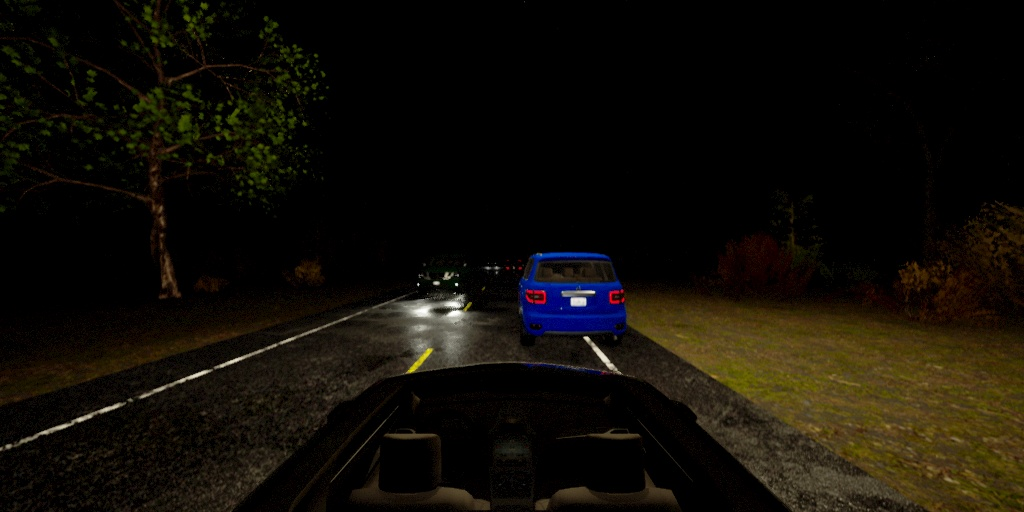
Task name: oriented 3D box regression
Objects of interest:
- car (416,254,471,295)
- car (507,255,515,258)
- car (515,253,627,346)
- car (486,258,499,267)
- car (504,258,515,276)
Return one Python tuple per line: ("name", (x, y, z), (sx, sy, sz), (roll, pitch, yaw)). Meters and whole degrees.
("car", (-3.525, 0.901, 19.537), (2.150, 2.045, 5.566), (0, 0, 0))
("car", (0.237, 0.851, 51.409), (2.150, 2.045, 5.566), (0, 0, 1))
("car", (1.260, 0.943, 9.421), (2.150, 2.045, 5.566), (0, 0, 0))
("car", (-3.320, 1.122, 61.979), (1.837, 1.490, 4.892), (0, 0, 1))
("car", (0.211, 1.192, 36.583), (2.033, 1.411, 5.357), (0, 0, 1))
